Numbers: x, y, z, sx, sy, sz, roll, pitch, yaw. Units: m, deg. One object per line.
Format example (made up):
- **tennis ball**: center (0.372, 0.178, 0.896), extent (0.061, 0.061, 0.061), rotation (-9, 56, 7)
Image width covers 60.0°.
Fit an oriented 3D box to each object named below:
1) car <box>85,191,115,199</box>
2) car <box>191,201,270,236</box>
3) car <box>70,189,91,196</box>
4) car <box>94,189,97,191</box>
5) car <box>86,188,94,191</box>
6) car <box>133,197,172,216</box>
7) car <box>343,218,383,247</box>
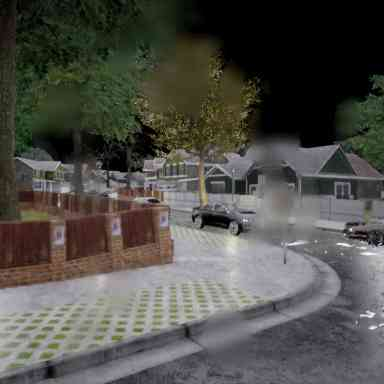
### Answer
- **car**: center (-8.816, 0.907, 33.117), extent (1.812, 1.442, 4.674), rotation (0, 1, -33)
- **car**: center (1.850, 1.250, 17.082), extent (2.128, 1.511, 4.902), rotation (0, 1, -34)
- **car**: center (-14.367, 0.708, 41.510), extent (1.994, 1.385, 4.181), rotation (0, 1, -33)
- **car**: center (-18.901, 0.060, 61.834), extent (2.128, 1.511, 4.902), rotation (0, 2, -1)
- **car**: center (-16.897, 0.390, 51.745), extent (1.837, 1.490, 4.892), rotation (0, 2, -25)
- **car**: center (-3.291, 1.110, 24.818), extent (1.812, 1.442, 4.674), rotation (0, 1, -34)
- **car**: center (8.961, 1.461, 13.111), extent (5.357, 1.411, 2.033), rotation (1, 1, 18)
